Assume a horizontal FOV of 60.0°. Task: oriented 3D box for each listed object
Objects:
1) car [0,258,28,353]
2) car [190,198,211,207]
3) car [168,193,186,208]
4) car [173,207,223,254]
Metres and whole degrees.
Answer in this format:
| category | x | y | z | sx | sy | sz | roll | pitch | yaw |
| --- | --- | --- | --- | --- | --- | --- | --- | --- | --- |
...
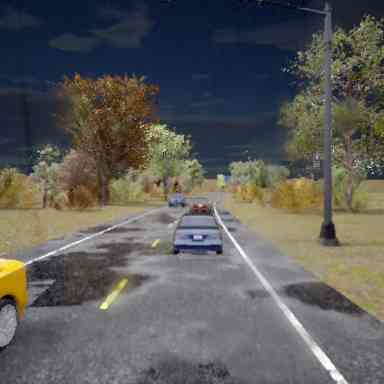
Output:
| category | x | y | z | sx | sy | sz | roll | pitch | yaw |
| --- | --- | --- | --- | --- | --- | --- | --- | --- | --- |
| car | -3.571 | 1.475 | 3.272 | 1.882 | 1.535 | 5.008 | 0 | 0 | 0 |
| car | 0.868 | 1.335 | 33.627 | 2.097 | 1.767 | 4.553 | 0 | 0 | 2 |
| car | -2.086 | 1.186 | 47.835 | 2.150 | 2.045 | 5.566 | 0 | 0 | 4 |
| car | 0.244 | 1.543 | 13.527 | 2.033 | 1.411 | 5.357 | 0 | 0 | 1 |
